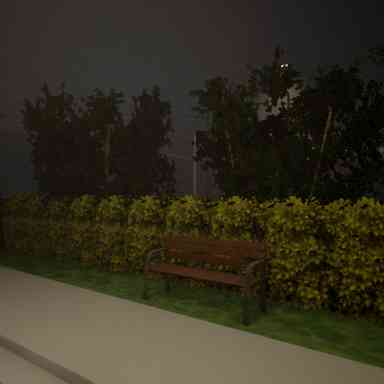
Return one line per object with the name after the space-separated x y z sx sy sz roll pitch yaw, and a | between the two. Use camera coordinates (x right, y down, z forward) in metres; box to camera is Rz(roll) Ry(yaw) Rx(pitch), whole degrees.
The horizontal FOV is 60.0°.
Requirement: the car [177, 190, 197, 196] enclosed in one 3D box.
-1.970 0.702 59.048 2.150 2.045 5.566 0 1 35 | car

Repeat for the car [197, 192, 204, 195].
1.108 0.719 69.426 1.882 1.535 5.008 0 1 35 | car

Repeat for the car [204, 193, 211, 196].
5.171 0.693 69.132 1.882 1.535 5.008 0 1 35 | car
